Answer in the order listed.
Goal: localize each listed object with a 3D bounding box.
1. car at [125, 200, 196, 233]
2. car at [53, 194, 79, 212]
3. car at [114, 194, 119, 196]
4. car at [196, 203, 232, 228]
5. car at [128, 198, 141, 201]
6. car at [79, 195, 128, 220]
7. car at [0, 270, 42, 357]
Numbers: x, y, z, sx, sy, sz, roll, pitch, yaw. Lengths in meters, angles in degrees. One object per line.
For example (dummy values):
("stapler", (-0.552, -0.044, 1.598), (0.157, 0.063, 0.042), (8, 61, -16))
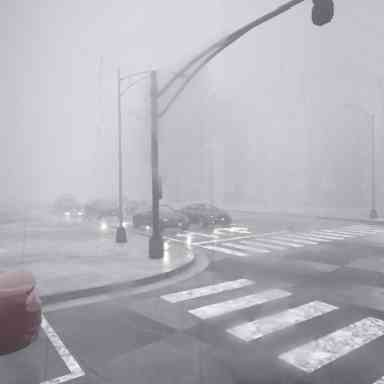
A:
("car", (-1.990, 1.463, 19.807), (1.812, 1.442, 4.674), (-1, 1, -35))
("car", (-13.586, 1.323, 36.052), (2.033, 1.411, 5.357), (-1, 1, -36))
("car", (-9.814, 1.269, 36.370), (1.812, 1.442, 4.674), (-1, 1, -36))
("car", (0.677, 1.454, 21.665), (1.994, 1.385, 4.181), (-1, 1, -36))
("car", (-4.179, 1.386, 28.475), (1.994, 1.385, 4.181), (-1, 1, -35))
("car", (-7.413, 1.339, 27.398), (1.882, 1.535, 5.008), (-1, 1, -35))
("car", (-4.144, 1.545, 3.702), (4.507, 1.381, 1.887), (0, -1, -36))
